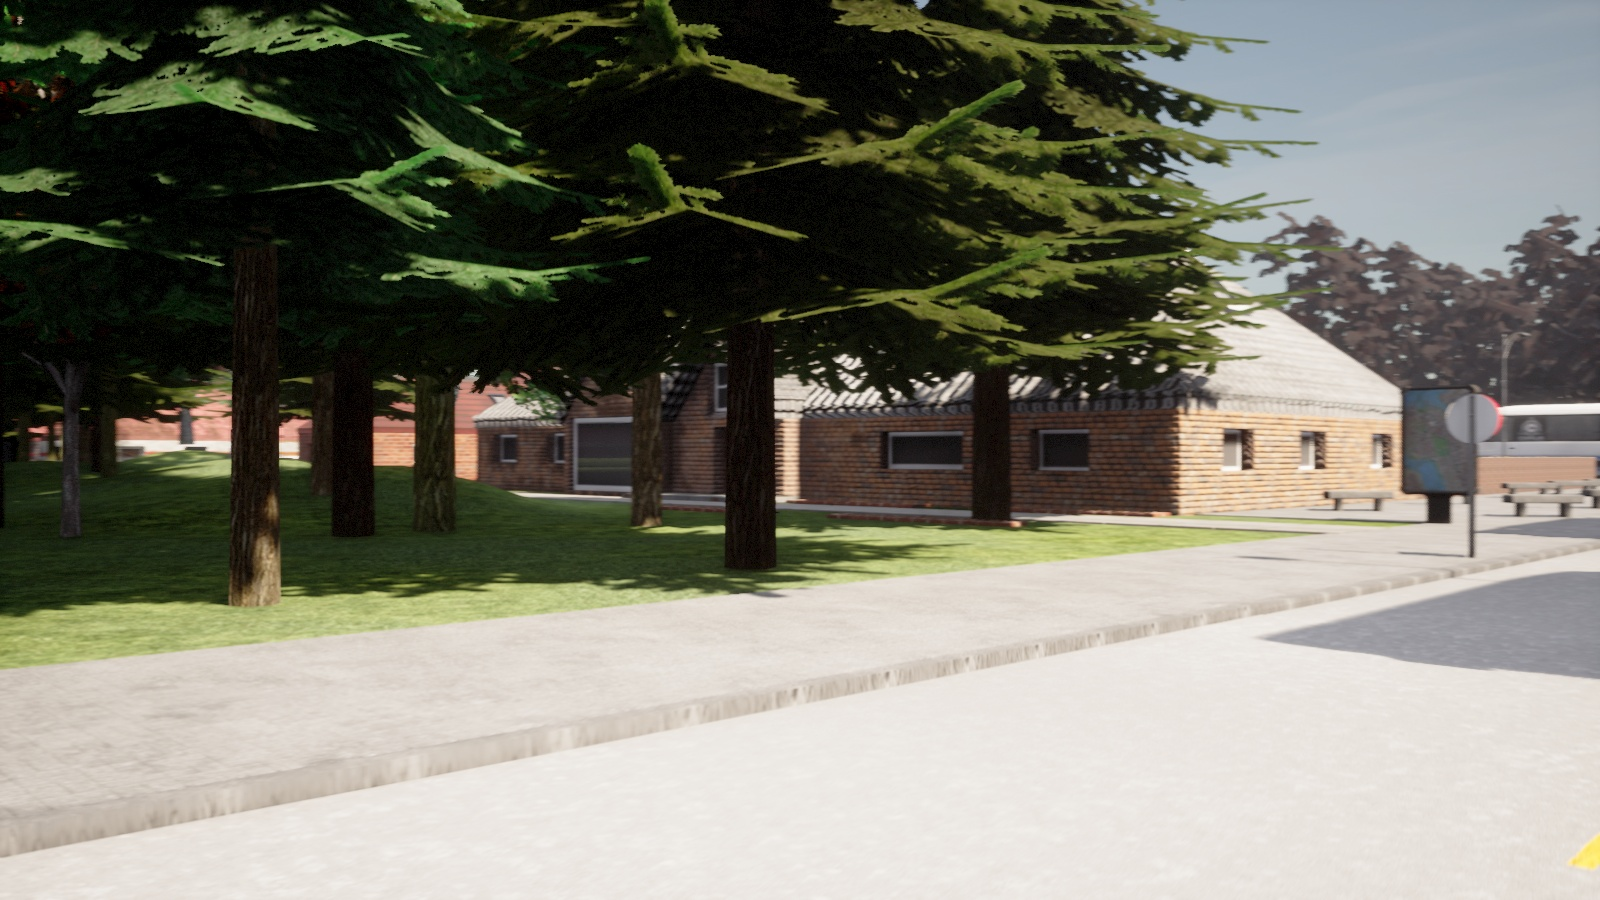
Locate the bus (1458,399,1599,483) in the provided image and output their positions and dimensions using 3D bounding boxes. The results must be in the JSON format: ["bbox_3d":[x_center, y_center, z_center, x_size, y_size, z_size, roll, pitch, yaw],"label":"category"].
[{"bbox_3d":[40.642,-0.452,65.673,10.273,4.253,3.944,0,0,44],"label":"bus"}]
